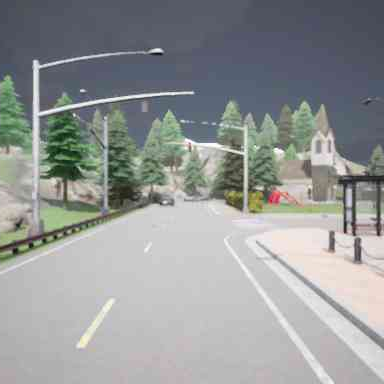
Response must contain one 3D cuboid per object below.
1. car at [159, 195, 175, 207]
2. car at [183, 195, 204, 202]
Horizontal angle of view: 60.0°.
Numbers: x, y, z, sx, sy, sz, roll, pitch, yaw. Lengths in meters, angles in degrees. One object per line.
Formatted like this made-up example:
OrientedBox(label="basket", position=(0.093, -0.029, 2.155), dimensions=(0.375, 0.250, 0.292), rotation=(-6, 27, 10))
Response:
OrientedBox(label="car", position=(-3.481, 1.234, 46.291), dimensions=(2.128, 1.511, 4.902), rotation=(0, 0, 1))
OrientedBox(label="car", position=(0.266, 1.252, 62.906), dimensions=(1.895, 1.301, 4.718), rotation=(0, 0, 31))
